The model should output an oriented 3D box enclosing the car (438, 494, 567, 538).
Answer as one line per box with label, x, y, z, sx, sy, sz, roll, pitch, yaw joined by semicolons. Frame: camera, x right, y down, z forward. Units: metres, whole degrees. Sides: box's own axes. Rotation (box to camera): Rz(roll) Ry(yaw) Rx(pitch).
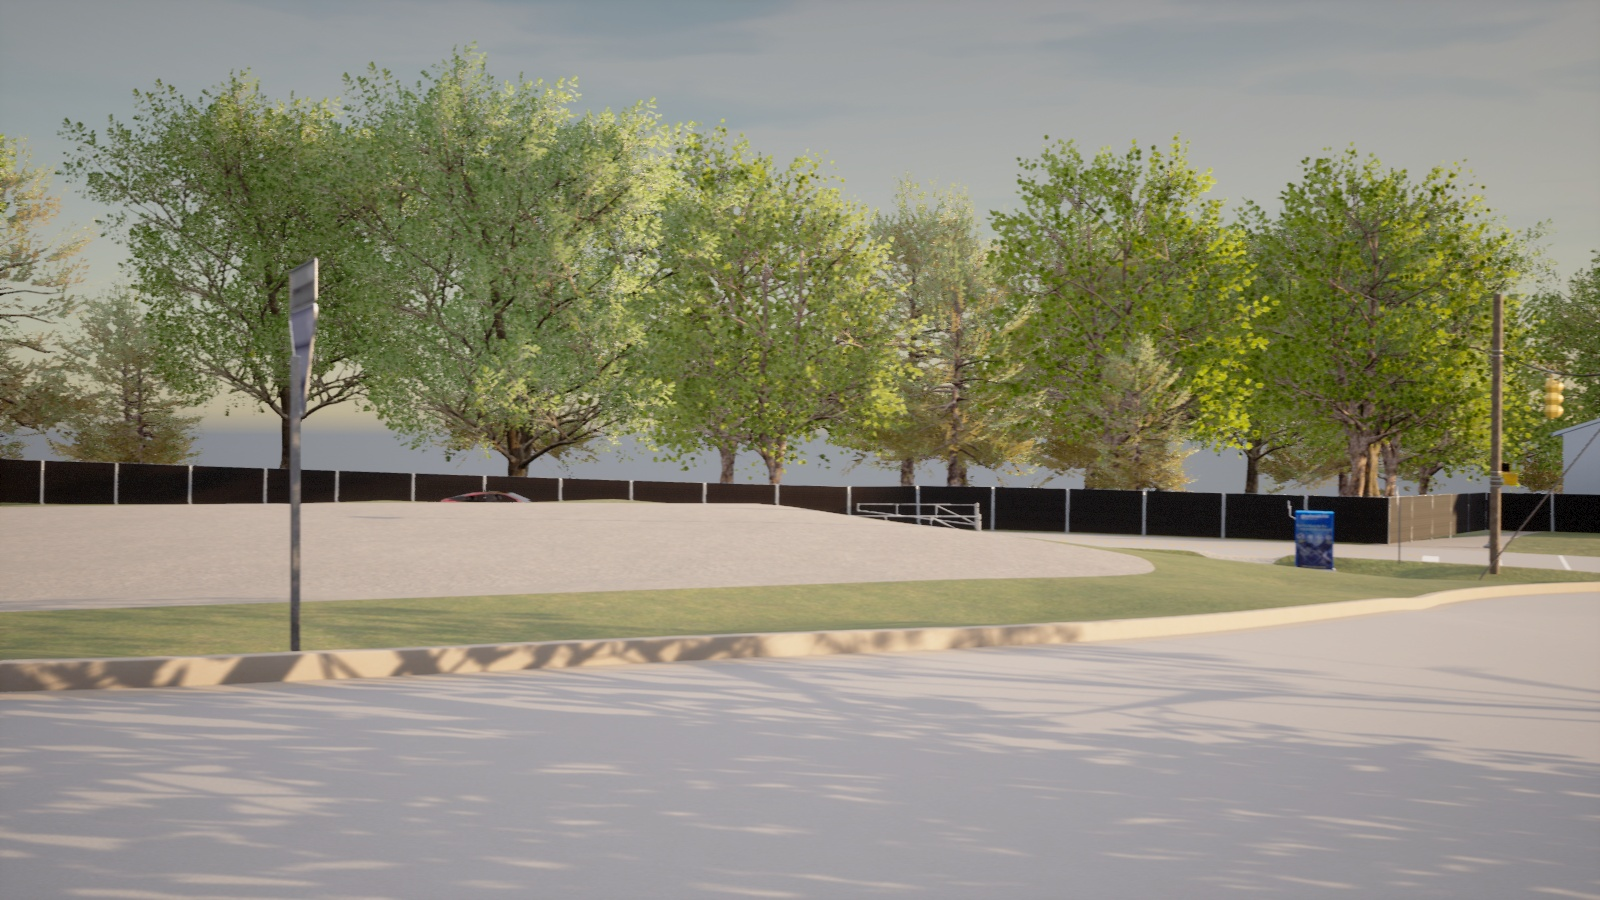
car;-11.461;2.543;48.639;4.514;1.525;2.007;0;1;0
